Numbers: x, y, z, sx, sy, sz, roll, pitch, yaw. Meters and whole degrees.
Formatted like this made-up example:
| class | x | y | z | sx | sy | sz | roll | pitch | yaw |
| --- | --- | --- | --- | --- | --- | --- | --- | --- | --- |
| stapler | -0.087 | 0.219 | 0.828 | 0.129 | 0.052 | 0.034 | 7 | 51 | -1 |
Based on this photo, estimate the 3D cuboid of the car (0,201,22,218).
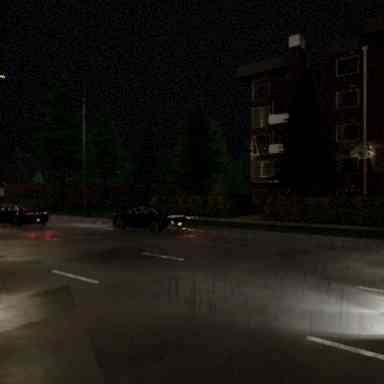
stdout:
| class | x | y | z | sx | sy | sz | roll | pitch | yaw |
| --- | --- | --- | --- | --- | --- | --- | --- | --- | --- |
| car | -18.551 | 1.583 | 31.660 | 5.357 | 1.411 | 2.033 | 0 | 0 | 37 |

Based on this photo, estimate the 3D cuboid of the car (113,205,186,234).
| class | x | y | z | sx | sy | sz | roll | pitch | yaw |
| --- | --- | --- | --- | --- | --- | --- | --- | --- | --- |
| car | -2.588 | 1.526 | 19.578 | 4.902 | 1.511 | 2.128 | 0 | 0 | 37 |

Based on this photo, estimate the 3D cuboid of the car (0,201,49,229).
| class | x | y | z | sx | sy | sz | roll | pitch | yaw |
| --- | --- | --- | --- | --- | --- | --- | --- | --- | --- |
| car | -11.323 | 1.517 | 21.800 | 4.902 | 1.511 | 2.128 | 0 | 0 | 37 |
